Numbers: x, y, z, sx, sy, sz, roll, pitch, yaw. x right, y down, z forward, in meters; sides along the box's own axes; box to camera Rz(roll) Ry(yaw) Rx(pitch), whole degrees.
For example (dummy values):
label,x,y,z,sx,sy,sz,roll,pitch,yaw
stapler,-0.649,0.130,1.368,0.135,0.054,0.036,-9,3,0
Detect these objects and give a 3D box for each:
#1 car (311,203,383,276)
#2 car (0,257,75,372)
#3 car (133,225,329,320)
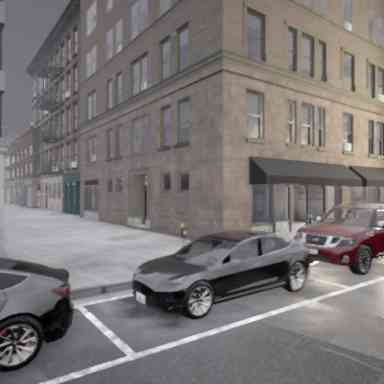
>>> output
label,x,y,z,sx,sy,sz,roll,pitch,yaw
car,5.382,1.314,10.607,5.009,1.841,2.192,0,0,-36
car,-3.710,1.566,4.115,4.313,1.339,1.947,0,0,-36
car,0.837,1.565,7.362,4.313,1.339,1.947,0,0,-36
